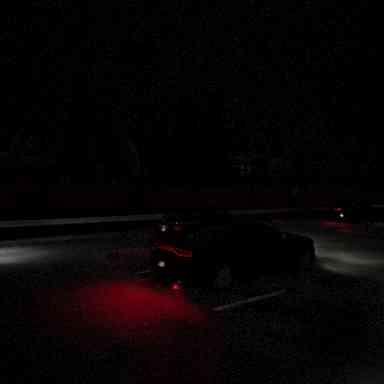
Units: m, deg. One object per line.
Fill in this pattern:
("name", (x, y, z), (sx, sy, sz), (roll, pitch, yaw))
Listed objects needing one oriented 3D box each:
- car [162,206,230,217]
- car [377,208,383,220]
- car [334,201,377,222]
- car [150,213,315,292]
("car", (0.723, 1.351, 12.922), (4.553, 1.767, 2.097), (0, 0, -36))
("car", (15.766, 1.547, 23.862), (5.357, 1.411, 2.033), (0, 0, -36))
("car", (13.146, 1.502, 26.271), (4.892, 1.490, 1.837), (1, 0, -36))
("car", (1.303, 1.477, 9.019), (5.008, 1.535, 1.882), (0, 0, -36))
